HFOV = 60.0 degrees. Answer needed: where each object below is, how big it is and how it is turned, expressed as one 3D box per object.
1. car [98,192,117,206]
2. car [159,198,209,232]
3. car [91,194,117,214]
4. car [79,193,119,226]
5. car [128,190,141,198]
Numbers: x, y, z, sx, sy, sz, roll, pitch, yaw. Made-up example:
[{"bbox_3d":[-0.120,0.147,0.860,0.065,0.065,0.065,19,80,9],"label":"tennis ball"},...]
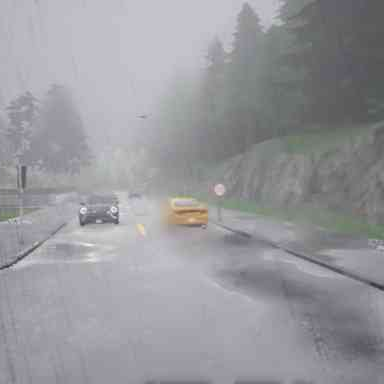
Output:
[{"bbox_3d":[-9.781,0.778,38.836,1.994,1.385,4.181,-1,1,-13],"label":"car"},{"bbox_3d":[-0.569,1.049,17.246,1.882,1.535,5.008,-1,1,-13],"label":"car"},{"bbox_3d":[-7.592,0.978,29.071,1.994,1.385,4.181,-1,1,-13],"label":"car"},{"bbox_3d":[-5.511,0.951,19.985,2.097,1.767,4.553,-1,1,-13],"label":"car"},{"bbox_3d":[-9.793,0.321,56.628,2.033,1.411,5.357,-1,1,-13],"label":"car"}]
